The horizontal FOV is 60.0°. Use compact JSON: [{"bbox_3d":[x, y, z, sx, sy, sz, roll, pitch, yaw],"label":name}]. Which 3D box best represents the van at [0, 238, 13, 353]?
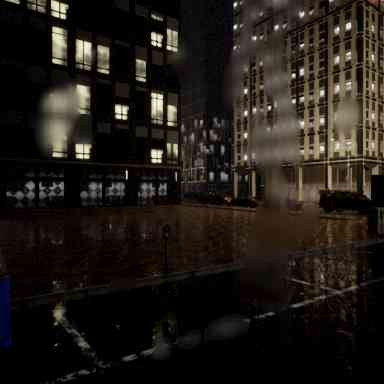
[{"bbox_3d":[-4.151,1.341,3.596,3.998,1.788,1.690,0,0,-36],"label":"van"}]

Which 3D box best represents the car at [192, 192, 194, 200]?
[{"bbox_3d":[2.694,0.827,46.070,2.128,1.511,4.902,0,1,-36],"label":"car"}]

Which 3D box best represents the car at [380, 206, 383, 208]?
[{"bbox_3d":[9.632,1.441,13.455,4.097,1.590,1.967,0,0,-36],"label":"car"}]

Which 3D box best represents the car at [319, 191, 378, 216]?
[{"bbox_3d":[14.264,0.939,29.971,2.150,2.045,5.566,0,1,-36],"label":"car"}]

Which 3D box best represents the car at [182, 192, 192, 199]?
[{"bbox_3d":[-0.082,0.647,59.866,1.947,1.339,4.313,1,0,-36],"label":"car"}]

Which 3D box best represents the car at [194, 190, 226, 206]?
[{"bbox_3d":[2.918,0.731,41.338,2.192,1.841,5.009,1,0,-36],"label":"car"}]

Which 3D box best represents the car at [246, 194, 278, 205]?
[{"bbox_3d":[9.680,0.985,46.280,1.802,1.307,4.206,1,0,-36],"label":"car"}]

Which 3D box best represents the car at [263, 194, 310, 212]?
[{"bbox_3d":[9.421,1.071,32.286,1.967,1.590,4.097,1,0,-36],"label":"car"}]

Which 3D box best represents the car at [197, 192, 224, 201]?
[{"bbox_3d":[3.074,0.710,55.475,1.752,1.417,4.829,1,0,-36],"label":"car"}]

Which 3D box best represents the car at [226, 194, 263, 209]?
[{"bbox_3d":[6.164,1.105,36.813,1.802,1.307,4.206,1,0,-36],"label":"car"}]
